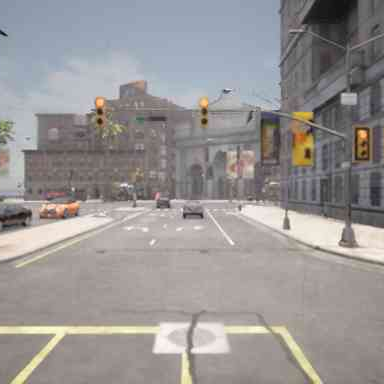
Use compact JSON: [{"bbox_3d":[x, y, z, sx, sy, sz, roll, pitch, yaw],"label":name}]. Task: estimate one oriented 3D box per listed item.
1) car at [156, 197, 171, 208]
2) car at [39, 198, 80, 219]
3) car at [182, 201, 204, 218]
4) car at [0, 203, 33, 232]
[{"bbox_3d":[-4.142,1.471,47.541,1.837,1.490,4.892,0,0,-9],"label":"car"},{"bbox_3d":[-11.538,1.330,29.191,2.097,1.767,4.553,0,0,0],"label":"car"},{"bbox_3d":[0.092,1.525,29.886,2.033,1.411,5.357,0,0,0],"label":"car"},{"bbox_3d":[-11.530,1.462,20.055,1.882,1.535,5.008,0,0,1],"label":"car"}]
